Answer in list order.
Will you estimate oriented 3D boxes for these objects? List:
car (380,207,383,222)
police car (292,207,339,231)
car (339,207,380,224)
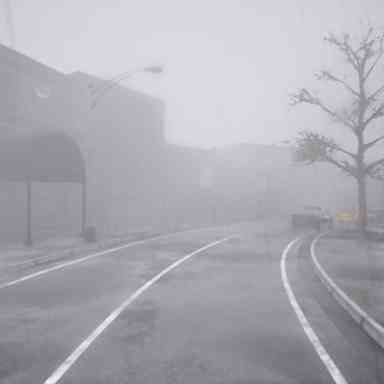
[{"bbox_3d":[20.241,2.406,35.175,4.892,1.490,1.837,2,-1,-31],"label":"car"},{"bbox_3d":[9.266,1.984,25.304,1.930,1.638,5.238,0,-1,37],"label":"police car"},{"bbox_3d":[15.819,2.230,32.051,5.366,1.575,1.801,2,-1,-39],"label":"car"}]
